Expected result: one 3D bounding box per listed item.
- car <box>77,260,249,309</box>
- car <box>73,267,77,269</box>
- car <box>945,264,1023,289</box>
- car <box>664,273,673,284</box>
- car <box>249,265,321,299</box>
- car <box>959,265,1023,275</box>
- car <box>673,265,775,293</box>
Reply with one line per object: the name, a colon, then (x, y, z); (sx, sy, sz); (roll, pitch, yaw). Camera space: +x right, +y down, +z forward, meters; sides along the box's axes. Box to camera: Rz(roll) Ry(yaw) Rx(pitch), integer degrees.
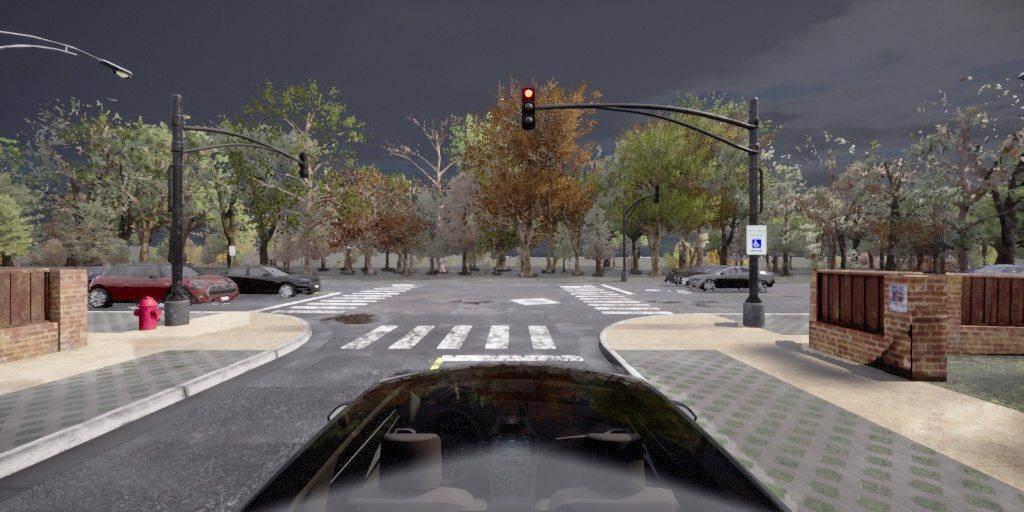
car: (-13.387, 1.051, 13.987); (4.553, 1.767, 2.097); (0, 0, 2)
car: (-25.200, 1.261, 20.752); (4.718, 1.301, 1.895); (0, 0, 0)
car: (32.713, 1.349, 24.064); (5.008, 1.535, 1.882); (0, 0, 0)
car: (13.149, 1.356, 24.045); (5.357, 1.411, 2.033); (0, 0, 0)
car: (-11.933, 1.186, 17.307); (5.008, 1.535, 1.882); (0, 0, 0)
car: (29.341, 1.349, 20.814); (4.902, 1.511, 2.128); (0, 0, 0)
car: (12.439, 1.293, 20.795); (4.902, 1.511, 2.128); (0, 0, 0)
